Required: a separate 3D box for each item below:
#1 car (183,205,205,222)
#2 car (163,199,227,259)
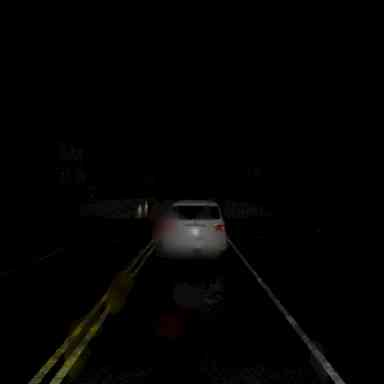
[{"bbox_3d":[0.160,1.932,30.965,1.895,1.301,4.718,1,-1,0],"label":"car"},{"bbox_3d":[0.105,1.297,13.070,2.150,2.045,5.566,0,0,0],"label":"car"}]
